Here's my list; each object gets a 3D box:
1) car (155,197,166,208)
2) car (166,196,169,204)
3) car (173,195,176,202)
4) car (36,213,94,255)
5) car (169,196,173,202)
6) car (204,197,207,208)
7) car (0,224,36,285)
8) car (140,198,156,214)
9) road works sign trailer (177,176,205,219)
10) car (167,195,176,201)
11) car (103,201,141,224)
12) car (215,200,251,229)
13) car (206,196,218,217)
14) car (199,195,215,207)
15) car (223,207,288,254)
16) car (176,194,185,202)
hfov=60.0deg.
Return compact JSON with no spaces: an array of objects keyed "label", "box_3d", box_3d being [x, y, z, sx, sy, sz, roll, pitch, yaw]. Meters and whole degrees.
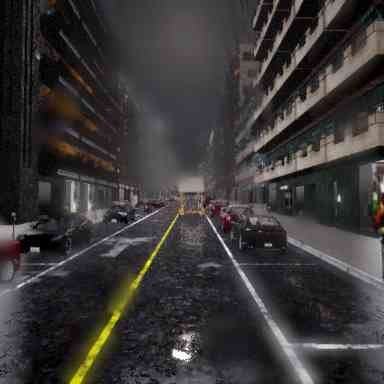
[{"label":"car","box_3d":[-5.291,1.586,47.411,1.947,1.339,4.313,2,0,0]},{"label":"car","box_3d":[-5.287,1.464,53.076,1.967,1.590,4.097,2,0,0]},{"label":"car","box_3d":[-5.291,1.580,75.734,1.887,1.381,4.507,2,0,0]},{"label":"car","box_3d":[-5.290,1.572,13.424,1.947,1.339,4.313,2,0,0]},{"label":"car","box_3d":[-5.291,1.580,64.405,2.008,1.369,4.403,2,0,0]},{"label":"car","box_3d":[2.590,1.541,36.247,1.752,1.417,4.829,2,0,0]},{"label":"car","box_3d":[-5.319,1.548,6.859,1.887,1.381,4.507,2,0,0]},{"label":"car","box_3d":[-5.291,1.597,36.082,1.802,1.307,4.206,2,0,0]},{"label":"road works sign trailer","box_3d":[-0.056,0.435,29.438,2.380,3.560,2.880,-1,1,0]},{"label":"car","box_3d":[-5.291,1.587,87.064,1.887,1.381,4.507,2,0,0]},{"label":"car","box_3d":[-5.290,1.577,24.753,1.947,1.339,4.313,2,0,0]},{"label":"car","box_3d":[2.593,1.449,19.083,1.967,1.590,4.097,2,0,0]},{"label":"car","box_3d":[2.593,1.453,30.413,1.967,1.590,4.097,2,0,0]},{"label":"car","box_3d":[2.596,1.335,47.406,2.192,1.841,5.009,2,0,0]},{"label":"car","box_3d":[2.590,1.557,13.419,2.008,1.369,4.403,2,0,0]},{"label":"car","box_3d":[-2.751,1.355,76.720,2.097,1.767,4.553,0,0,0]}]
